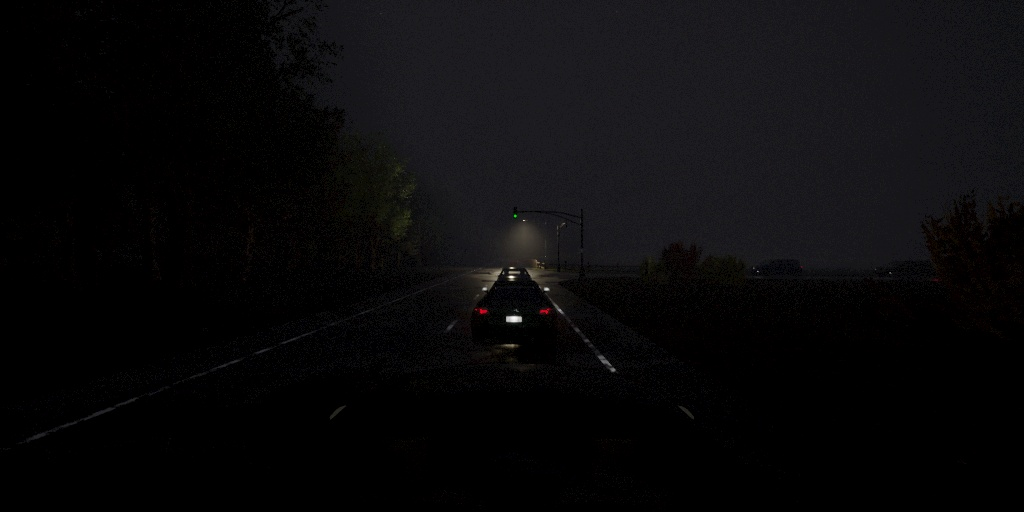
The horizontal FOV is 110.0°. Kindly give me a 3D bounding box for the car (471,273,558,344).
[{"bbox_3d":[0.092,1.316,9.640,1.994,1.385,4.181,0,0,1],"label":"car"}]

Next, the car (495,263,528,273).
[{"bbox_3d":[0.120,1.302,18.922,2.033,1.411,5.357,0,0,0],"label":"car"}]

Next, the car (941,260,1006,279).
[{"bbox_3d":[48.591,1.498,38.024,5.566,2.045,2.150,1,-1,0],"label":"car"}]

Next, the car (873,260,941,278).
[{"bbox_3d":[45.431,1.515,41.622,5.566,2.045,2.150,-1,-1,0],"label":"car"}]

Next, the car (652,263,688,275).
[{"bbox_3d":[18.047,1.495,41.812,4.902,1.511,2.128,1,-1,1],"label":"car"}]

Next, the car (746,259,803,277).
[{"bbox_3d":[30.522,1.363,41.723,5.566,2.045,2.150,1,-1,1],"label":"car"}]
